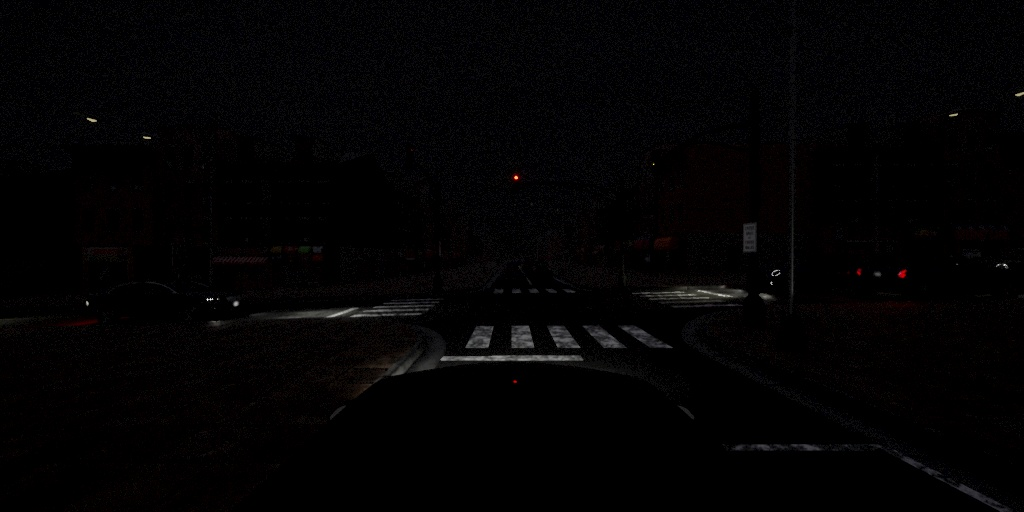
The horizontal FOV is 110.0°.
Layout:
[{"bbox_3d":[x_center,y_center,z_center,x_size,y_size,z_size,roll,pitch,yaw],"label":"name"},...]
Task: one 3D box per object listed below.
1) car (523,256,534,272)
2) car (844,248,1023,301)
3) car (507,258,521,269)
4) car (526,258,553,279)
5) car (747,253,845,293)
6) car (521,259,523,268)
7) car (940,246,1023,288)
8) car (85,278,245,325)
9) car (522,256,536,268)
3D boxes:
[{"bbox_3d":[2.631,1.112,38.560,2.192,1.841,5.009,0,0,0],"label":"car"},{"bbox_3d":[15.761,0.642,13.382,4.553,1.767,2.097,-1,0,0],"label":"car"},{"bbox_3d":[0.089,1.339,59.729,1.882,1.535,5.008,0,-1,0],"label":"car"},{"bbox_3d":[2.632,1.224,33.158,1.967,1.591,4.097,0,0,0],"label":"car"},{"bbox_3d":[13.358,0.685,16.349,4.553,1.767,2.097,-1,0,1],"label":"car"},{"bbox_3d":[2.630,1.126,43.962,2.192,1.841,5.009,0,0,0],"label":"car"},{"bbox_3d":[23.076,0.433,16.346,4.553,1.767,2.097,-1,0,0],"label":"car"},{"bbox_3d":[-12.725,1.591,13.325,4.902,1.511,2.128,-2,0,0],"label":"car"},{"bbox_3d":[2.971,1.106,64.391,2.150,2.045,5.566,0,0,0],"label":"car"}]
